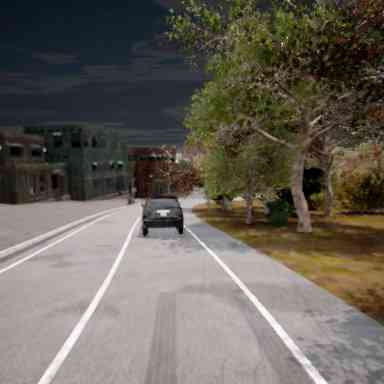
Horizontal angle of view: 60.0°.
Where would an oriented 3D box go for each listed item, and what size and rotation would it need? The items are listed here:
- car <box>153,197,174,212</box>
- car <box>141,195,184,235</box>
[{"bbox_3d":[-3.183,1.433,38.427,2.128,1.511,4.902,0,0,-1],"label":"car"},{"bbox_3d":[-1.731,1.211,19.145,2.150,2.045,5.566,-1,0,-7],"label":"car"}]
